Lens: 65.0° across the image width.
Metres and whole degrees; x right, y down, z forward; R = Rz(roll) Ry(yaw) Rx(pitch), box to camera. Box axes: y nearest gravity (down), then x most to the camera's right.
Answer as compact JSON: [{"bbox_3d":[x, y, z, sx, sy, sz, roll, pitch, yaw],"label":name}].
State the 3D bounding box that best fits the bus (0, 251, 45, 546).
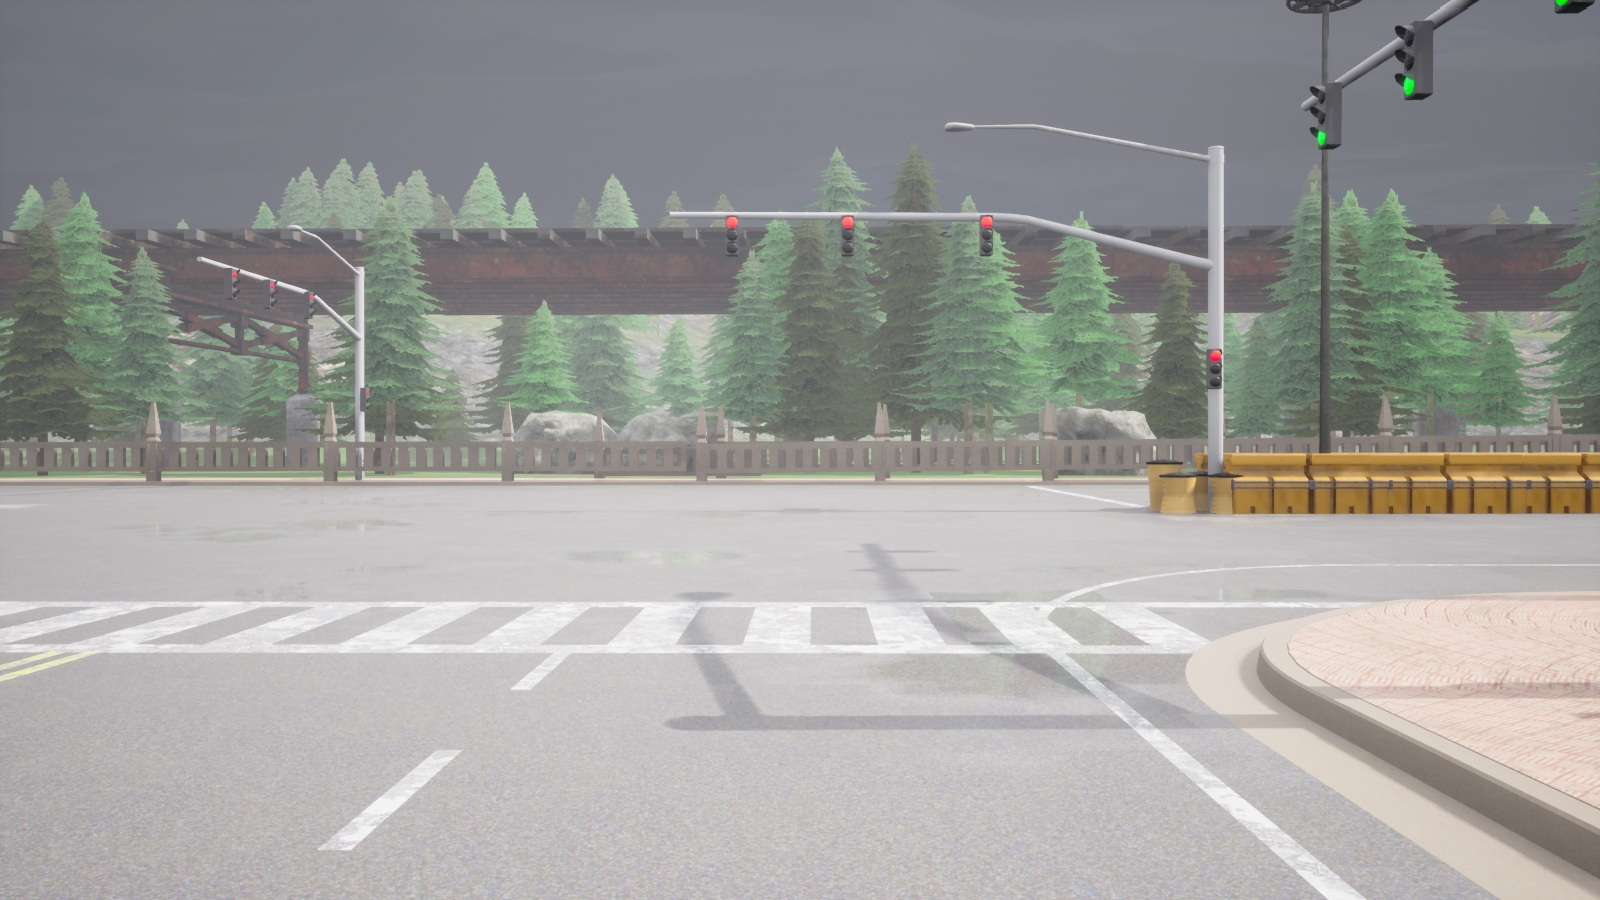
[{"bbox_3d":[-16.698,-0.741,17.264,10.273,4.253,3.944,0,0,1],"label":"bus"}]
